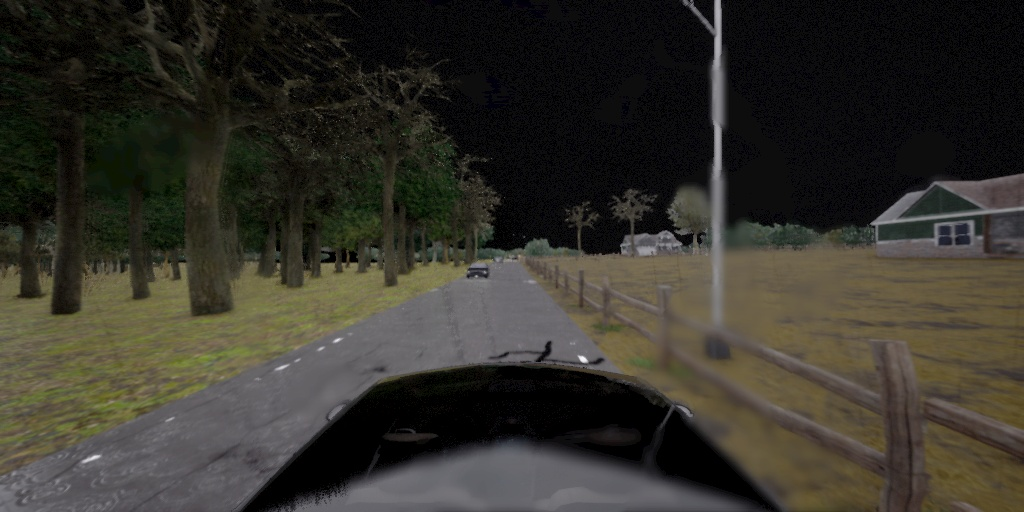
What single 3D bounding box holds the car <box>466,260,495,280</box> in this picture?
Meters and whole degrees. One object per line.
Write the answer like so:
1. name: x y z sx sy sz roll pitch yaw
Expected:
1. car: -2.852 1.253 31.498 2.033 1.411 5.357 0 0 0
